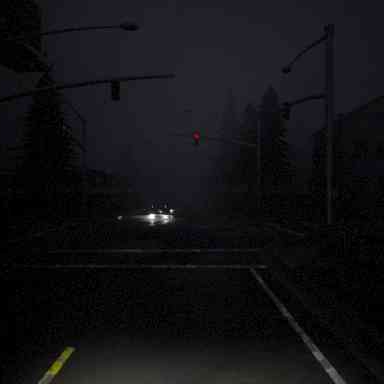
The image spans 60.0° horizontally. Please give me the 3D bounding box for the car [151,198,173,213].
[{"bbox_3d":[-3.587,1.665,38.147,1.895,1.301,4.718,0,0,0],"label":"car"}]
